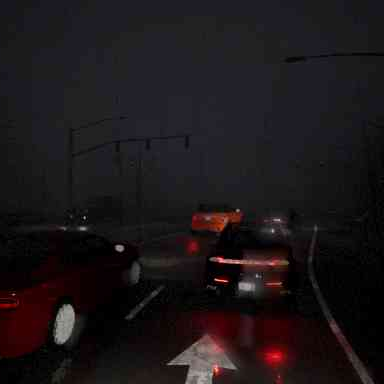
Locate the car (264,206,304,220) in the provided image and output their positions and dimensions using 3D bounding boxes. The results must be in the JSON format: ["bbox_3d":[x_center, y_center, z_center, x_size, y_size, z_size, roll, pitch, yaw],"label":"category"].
[{"bbox_3d":[4.617,1.505,17.228,1.837,1.490,4.892,0,0,21],"label":"car"}]

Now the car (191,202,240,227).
[{"bbox_3d":[1.567,1.355,18.888,2.097,1.767,4.553,0,0,20],"label":"car"}]

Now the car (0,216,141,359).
[{"bbox_3d":[-2.506,1.477,6.311,1.882,1.535,5.008,0,0,10],"label":"car"}]

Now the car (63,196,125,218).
[{"bbox_3d":[-7.302,1.328,25.528,2.150,2.045,5.566,0,0,22],"label":"car"}]

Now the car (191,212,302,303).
[{"bbox_3d":[1.548,1.492,8.347,2.128,1.511,4.902,0,0,13],"label":"car"}]
